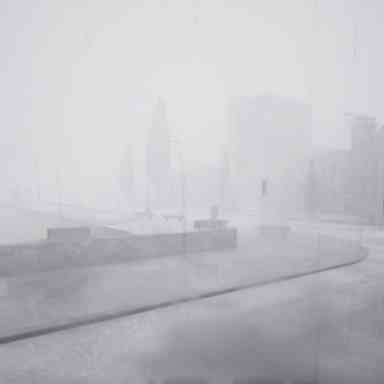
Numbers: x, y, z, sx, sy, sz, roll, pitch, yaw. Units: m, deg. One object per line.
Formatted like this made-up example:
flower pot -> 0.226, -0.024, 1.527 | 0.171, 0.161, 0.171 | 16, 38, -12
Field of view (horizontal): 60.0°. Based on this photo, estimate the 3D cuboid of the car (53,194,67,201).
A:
car -> -33.443, 1.730, 85.091 | 1.895, 1.301, 4.718 | 0, 0, -35
